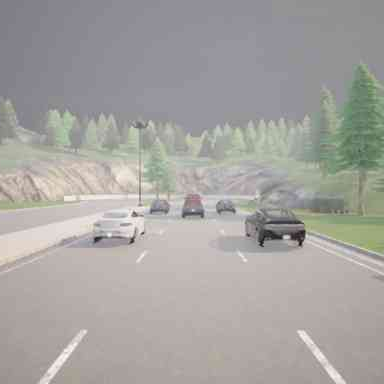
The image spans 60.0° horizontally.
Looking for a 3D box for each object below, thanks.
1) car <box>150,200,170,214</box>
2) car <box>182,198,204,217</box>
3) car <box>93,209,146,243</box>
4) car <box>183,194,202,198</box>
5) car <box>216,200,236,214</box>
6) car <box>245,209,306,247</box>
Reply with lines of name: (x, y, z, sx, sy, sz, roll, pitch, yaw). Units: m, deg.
car: (-3.401, 1.547, 35.824, 2.033, 1.411, 5.357, 0, 0, 0)
car: (0.093, 1.562, 31.269, 1.994, 1.385, 4.181, 0, 0, 0)
car: (-3.400, 1.526, 16.037, 1.812, 1.442, 4.674, 0, 0, 0)
car: (0.094, 1.220, 42.234, 2.150, 2.045, 5.566, 0, 0, -1)
car: (3.600, 1.547, 36.004, 2.033, 1.411, 5.357, 0, 0, 0)
car: (3.601, 1.491, 15.071, 2.128, 1.511, 4.902, 0, 0, 0)
